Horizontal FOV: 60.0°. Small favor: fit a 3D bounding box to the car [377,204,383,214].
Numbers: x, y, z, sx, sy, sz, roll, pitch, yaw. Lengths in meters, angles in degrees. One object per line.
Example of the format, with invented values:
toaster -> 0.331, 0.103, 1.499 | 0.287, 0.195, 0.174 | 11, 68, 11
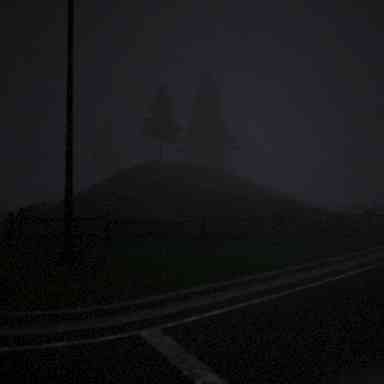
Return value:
car -> 24.316, 1.927, 40.540 | 2.097, 1.767, 4.553 | 0, -1, 3
